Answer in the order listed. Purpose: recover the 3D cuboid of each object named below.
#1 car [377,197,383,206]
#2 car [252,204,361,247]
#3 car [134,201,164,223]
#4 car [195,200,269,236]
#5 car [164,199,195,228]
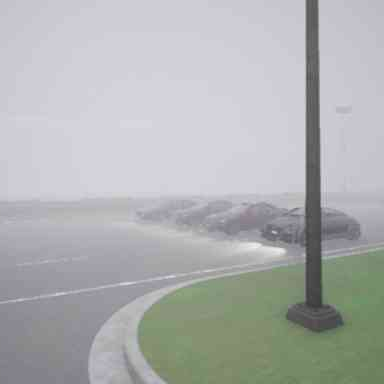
[{"bbox_3d":[21.229,0.711,34.481,4.674,1.442,1.812,-1,1,-29],"label":"car"},{"bbox_3d":[4.803,1.282,13.378,4.181,1.385,1.994,-1,1,-29],"label":"car"},{"bbox_3d":[-1.087,1.188,22.117,5.357,1.411,2.033,-1,1,-29],"label":"car"},{"bbox_3d":[2.745,1.220,16.226,4.674,1.442,1.812,-1,1,-29],"label":"car"},{"bbox_3d":[1.026,1.190,19.275,4.674,1.442,1.812,-1,1,-29],"label":"car"}]
